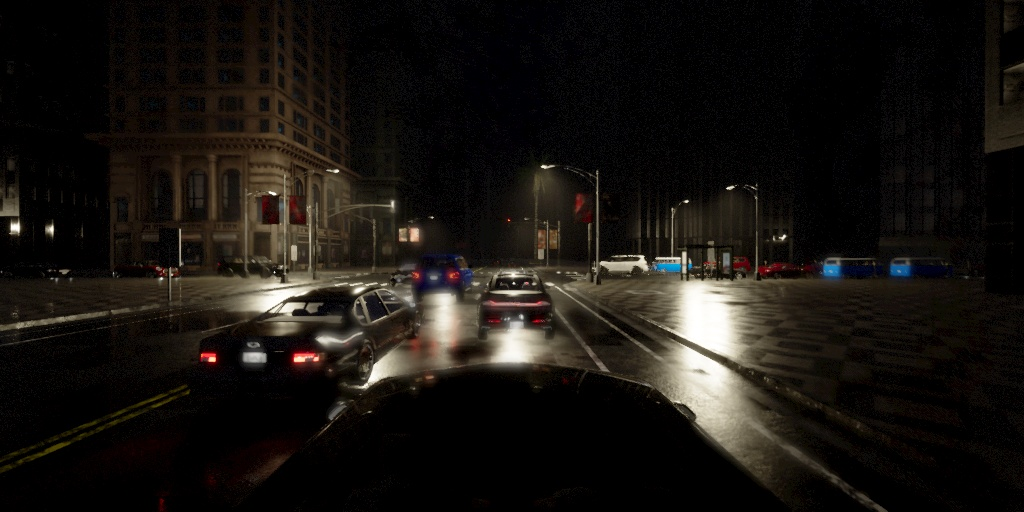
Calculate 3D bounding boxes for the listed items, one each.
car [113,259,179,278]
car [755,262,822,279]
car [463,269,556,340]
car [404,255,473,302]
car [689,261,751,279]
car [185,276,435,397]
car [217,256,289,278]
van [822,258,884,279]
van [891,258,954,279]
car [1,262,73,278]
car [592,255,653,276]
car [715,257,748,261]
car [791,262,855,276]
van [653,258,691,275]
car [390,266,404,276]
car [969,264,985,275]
[{"bbox_3d":[-33.164,1.132,32.582,4.553,1.767,2.097,0,0,0],"label":"car"},{"bbox_3d":[22.747,1.322,29.833,4.207,1.307,1.802,0,0,0],"label":"car"},{"bbox_3d":[0.093,1.238,9.980,2.128,1.511,4.902,0,0,0],"label":"car"},{"bbox_3d":[-3.152,0.969,17.153,2.150,2.045,5.566,0,0,0],"label":"car"},{"bbox_3d":[17.069,1.294,29.831,4.403,1.370,2.007,0,0,0],"label":"car"},{"bbox_3d":[-3.148,1.296,6.912,2.033,1.411,5.357,0,0,0],"label":"car"},{"bbox_3d":[-23.445,0.991,32.528,5.566,2.045,2.150,0,0,0],"label":"car"},{"bbox_3d":[28.424,1.077,29.836,3.998,1.789,1.690,0,0,0],"label":"van"},{"bbox_3d":[34.101,1.075,29.838,3.998,1.789,1.690,0,0,0],"label":"van"},{"bbox_3d":[-43.147,1.284,32.635,4.902,1.511,2.128,0,0,0],"label":"car"},{"bbox_3d":[10.622,0.951,35.849,5.566,2.045,2.150,0,0,3],"label":"car"},{"bbox_3d":[22.741,1.029,38.358,5.009,1.841,2.192,0,0,0],"label":"car"},{"bbox_3d":[30.846,1.319,35.693,4.718,1.301,1.895,0,0,0],"label":"car"},{"bbox_3d":[17.064,1.059,38.356,3.998,1.789,1.690,0,0,0],"label":"van"},{"bbox_3d":[-6.485,1.237,24.037,2.128,1.511,4.902,0,0,7],"label":"car"},{"bbox_3d":[48.578,1.231,35.604,5.008,1.535,1.882,0,0,0],"label":"car"}]
